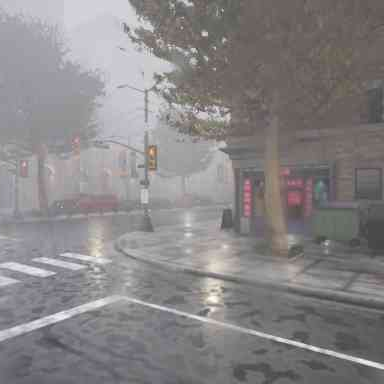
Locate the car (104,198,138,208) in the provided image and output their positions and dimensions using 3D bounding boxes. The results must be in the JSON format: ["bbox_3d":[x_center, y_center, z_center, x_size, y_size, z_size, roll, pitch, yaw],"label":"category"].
[{"bbox_3d":[-10.178,1.595,47.908,1.895,1.301,4.718,0,0,36],"label":"car"}]

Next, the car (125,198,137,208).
[{"bbox_3d":[-7.158,1.491,46.705,2.128,1.511,4.902,0,0,36],"label":"car"}]

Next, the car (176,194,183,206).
[{"bbox_3d":[-0.908,1.220,55.339,2.150,2.045,5.566,0,0,36],"label":"car"}]

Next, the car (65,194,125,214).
[{"bbox_3d":[-10.420,1.221,36.218,2.150,2.045,5.566,0,0,36],"label":"car"}]

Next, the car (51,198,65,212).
[{"bbox_3d":[-13.258,1.221,38.265,2.150,2.045,5.566,0,0,36],"label":"car"}]

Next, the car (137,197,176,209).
[{"bbox_3d":[-4.671,1.526,44.172,1.812,1.442,4.674,0,0,36],"label":"car"}]

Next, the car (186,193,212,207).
[{"bbox_3d":[1.276,1.352,52.384,2.097,1.767,4.553,0,0,36],"label":"car"}]
